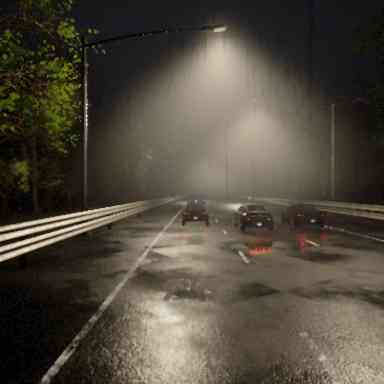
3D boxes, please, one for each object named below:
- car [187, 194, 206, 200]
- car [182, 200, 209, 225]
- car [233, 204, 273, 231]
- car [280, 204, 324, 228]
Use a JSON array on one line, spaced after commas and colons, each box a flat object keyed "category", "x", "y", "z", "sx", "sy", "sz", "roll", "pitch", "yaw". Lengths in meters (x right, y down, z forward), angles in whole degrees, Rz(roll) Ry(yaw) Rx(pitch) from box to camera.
[{"category": "car", "x": 0.550, "y": 1.242, "z": 42.359, "sx": 2.150, "sy": 2.045, "sz": 5.566, "roll": 0, "pitch": 0, "yaw": 1}, {"category": "car", "x": 0.257, "y": 1.539, "z": 24.199, "sx": 1.812, "sy": 1.442, "sz": 4.674, "roll": 0, "pitch": 0, "yaw": 1}, {"category": "car", "x": 3.719, "y": 1.516, "z": 20.659, "sx": 1.837, "sy": 1.490, "sz": 4.892, "roll": 0, "pitch": 0, "yaw": 1}, {"category": "car", "x": 7.222, "y": 1.538, "z": 22.119, "sx": 1.812, "sy": 1.442, "sz": 4.674, "roll": 0, "pitch": 0, "yaw": 0}]
